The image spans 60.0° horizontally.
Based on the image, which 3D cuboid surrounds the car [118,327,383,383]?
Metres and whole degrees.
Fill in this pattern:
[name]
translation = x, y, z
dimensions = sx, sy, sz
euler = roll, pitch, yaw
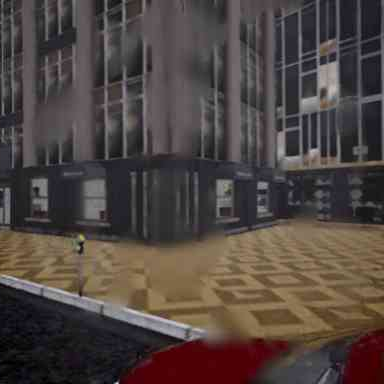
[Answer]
[car]
translation = 1.261, 1.582, 1.974
dimensions = 4.206, 1.307, 1.802
euler = -1, 0, 35
